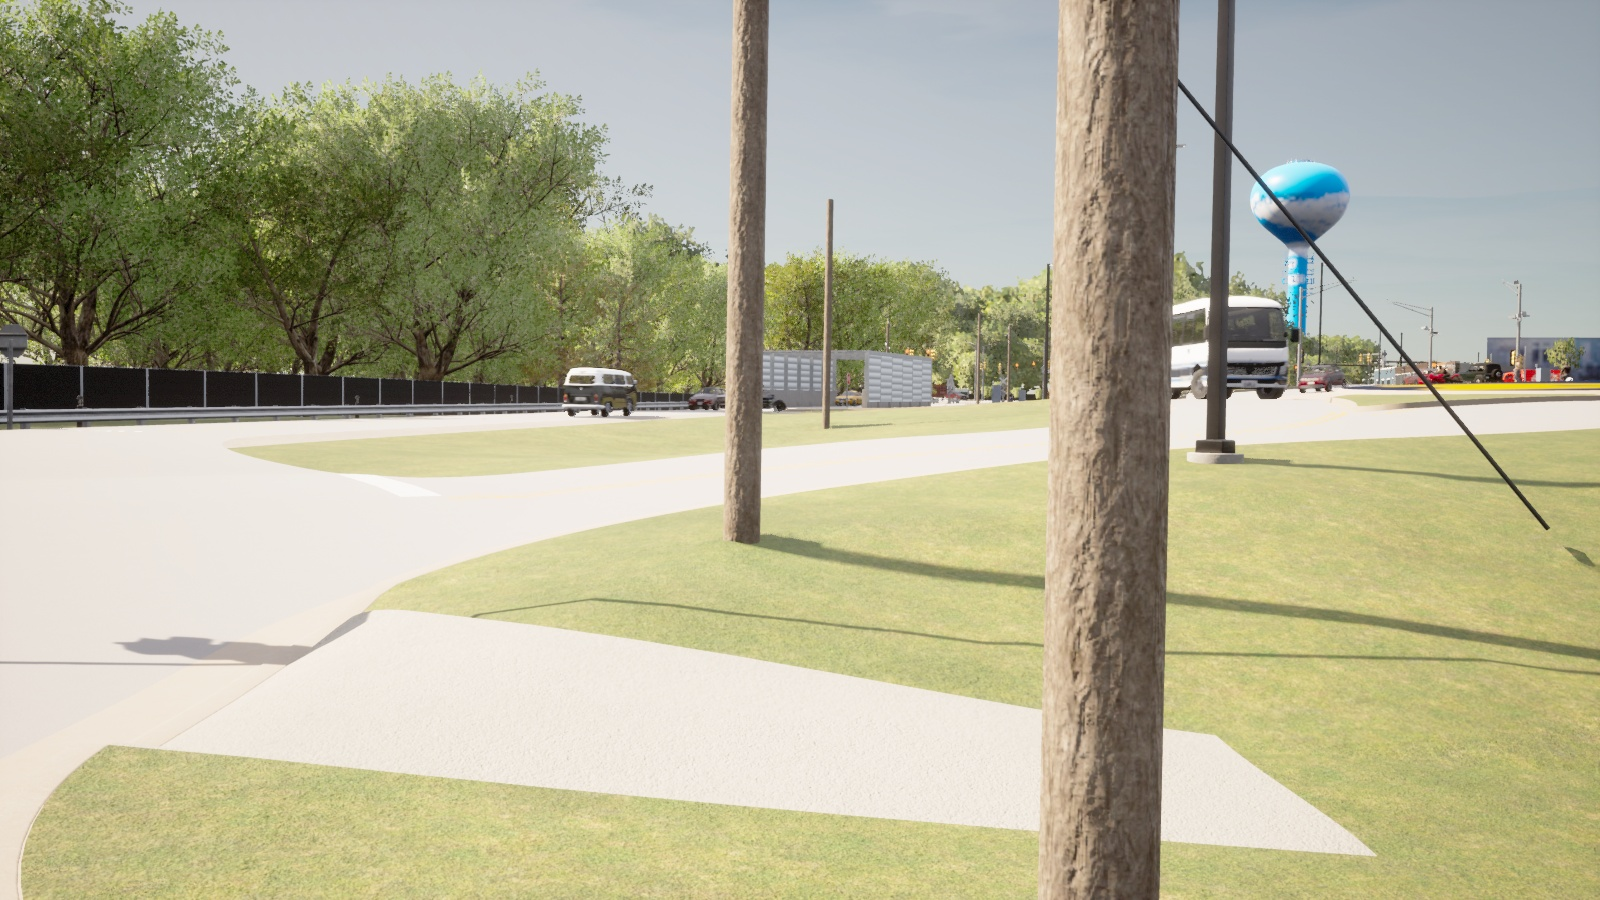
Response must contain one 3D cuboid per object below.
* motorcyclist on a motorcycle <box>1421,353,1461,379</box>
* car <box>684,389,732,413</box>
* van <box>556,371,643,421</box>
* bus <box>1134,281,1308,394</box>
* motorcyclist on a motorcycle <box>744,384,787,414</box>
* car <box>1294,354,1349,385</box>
[{"bbox_3d":[39.380,-5.167,77.195,2.044,1.523,0.797,-2,2,8],"label":"motorcyclist on a motorcycle"},{"bbox_3d":[-5.768,-3.124,79.469,1.816,1.474,4.193,0,3,13],"label":"car"},{"bbox_3d":[-8.476,-2.293,53.445,2.069,2.038,4.480,0,3,13],"label":"van"},{"bbox_3d":[17.513,-4.535,53.313,3.944,4.253,10.273,0,2,0],"label":"bus"},{"bbox_3d":[-1.943,-2.888,71.123,2.350,1.649,0.766,-2,6,-27],"label":"motorcyclist on a motorcycle"},{"bbox_3d":[30.468,-4.703,73.379,1.789,1.549,3.705,-3,3,42],"label":"car"}]
